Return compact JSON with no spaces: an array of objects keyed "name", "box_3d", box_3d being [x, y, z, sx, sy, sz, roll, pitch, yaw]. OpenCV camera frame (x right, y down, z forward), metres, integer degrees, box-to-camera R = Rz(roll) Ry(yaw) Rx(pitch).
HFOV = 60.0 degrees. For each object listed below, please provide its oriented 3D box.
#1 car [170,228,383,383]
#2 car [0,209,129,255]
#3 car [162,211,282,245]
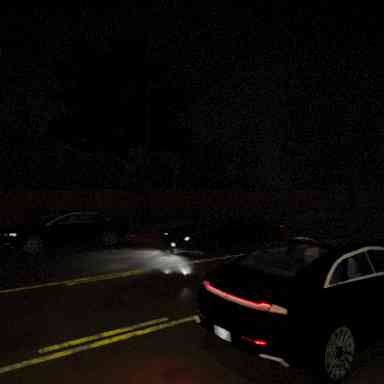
[{"name":"car","box_3d":[2.338,1.477,5.405,4.902,1.511,2.128,0,0,-35]},{"name":"car","box_3d":[-4.956,1.477,13.350,4.902,1.511,2.128,0,0,-35]},{"name":"car","box_3d":[1.489,1.519,13.633,5.357,1.411,2.033,0,0,-35]}]
